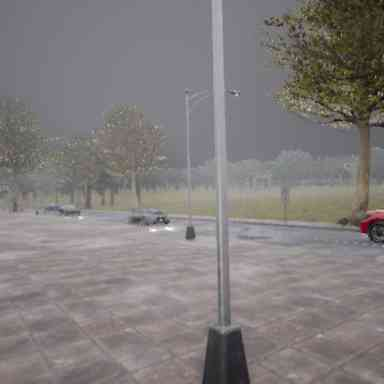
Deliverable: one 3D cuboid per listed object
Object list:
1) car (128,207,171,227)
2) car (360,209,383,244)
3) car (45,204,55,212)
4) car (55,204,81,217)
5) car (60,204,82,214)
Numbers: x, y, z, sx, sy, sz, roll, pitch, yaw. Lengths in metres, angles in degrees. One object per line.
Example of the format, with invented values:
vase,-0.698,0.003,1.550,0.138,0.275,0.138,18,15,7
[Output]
car,-3.450,1.931,26.166,1.994,1.385,4.181,-2,0,-35
car,9.587,1.047,12.936,2.150,2.045,5.566,-2,0,-36
car,-27.105,2.997,64.353,1.882,1.535,5.008,-2,-1,-36
car,-16.420,2.412,44.514,1.882,1.535,5.008,-2,-1,-35
car,-19.809,2.670,54.197,2.033,1.411,5.357,-2,0,-36
